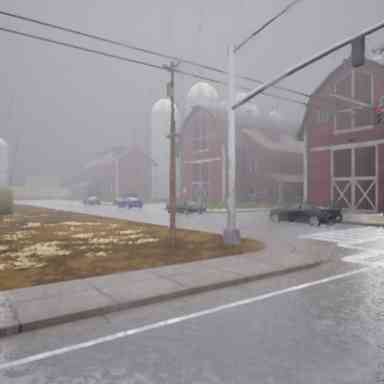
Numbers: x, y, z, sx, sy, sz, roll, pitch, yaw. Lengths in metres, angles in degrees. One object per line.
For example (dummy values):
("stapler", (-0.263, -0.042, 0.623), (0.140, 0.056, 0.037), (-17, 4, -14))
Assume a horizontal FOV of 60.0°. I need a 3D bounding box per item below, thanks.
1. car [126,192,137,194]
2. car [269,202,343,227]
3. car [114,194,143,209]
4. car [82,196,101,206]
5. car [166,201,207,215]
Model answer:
("car", (-10.361, 1.072, 53.083), (3.866, 1.878, 1.905), (-2, 5, 11))
("car", (7.449, 1.411, 22.219), (1.882, 1.535, 5.008), (0, 0, -36))
("car", (-8.171, 1.387, 43.294), (1.882, 1.535, 5.008), (0, 1, -37))
("car", (-16.434, 1.463, 54.444), (1.812, 1.442, 4.674), (0, 0, -36))
("car", (-0.668, 1.536, 33.170), (1.895, 1.301, 4.718), (0, 0, -36))
